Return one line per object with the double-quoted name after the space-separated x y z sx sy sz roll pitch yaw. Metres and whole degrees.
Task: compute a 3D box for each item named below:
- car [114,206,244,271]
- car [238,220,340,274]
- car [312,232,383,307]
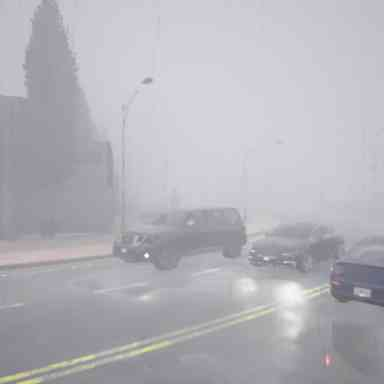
-0.181 1.579 12.665 5.566 2.045 2.150 1 -2 -43 "car"
3.913 1.814 11.899 1.837 1.490 4.892 -1 -2 43 "car"
4.847 1.712 7.681 4.674 1.442 1.812 1 -2 -42 "car"
